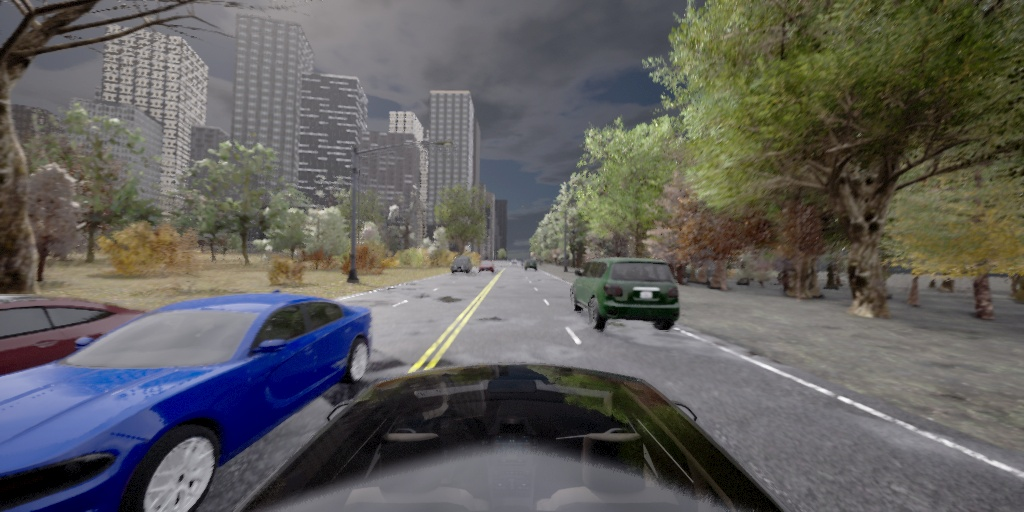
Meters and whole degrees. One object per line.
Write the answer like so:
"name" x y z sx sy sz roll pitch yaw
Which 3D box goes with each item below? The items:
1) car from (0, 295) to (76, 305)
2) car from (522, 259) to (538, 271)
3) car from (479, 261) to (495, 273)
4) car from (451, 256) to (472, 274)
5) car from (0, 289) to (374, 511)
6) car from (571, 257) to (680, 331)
"car" -6.594 1.231 4.137 1.812 1.442 4.674 1 -1 0
"car" 3.344 1.548 63.762 2.150 2.045 5.566 0 0 1
"car" -3.284 1.404 47.391 1.882 1.535 5.008 2 0 1
"car" -6.566 1.174 47.188 2.150 2.045 5.566 1 5 1
"car" -3.345 1.224 4.263 1.882 1.535 5.008 1 -1 0
"car" 3.379 1.081 11.702 2.150 2.045 5.566 2 0 0
